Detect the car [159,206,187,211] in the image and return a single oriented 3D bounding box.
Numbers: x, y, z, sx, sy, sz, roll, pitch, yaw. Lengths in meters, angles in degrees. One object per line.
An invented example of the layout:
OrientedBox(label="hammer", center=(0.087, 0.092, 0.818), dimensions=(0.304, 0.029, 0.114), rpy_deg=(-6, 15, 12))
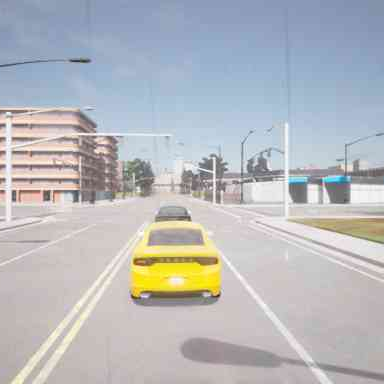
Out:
OrientedBox(label="car", center=(-1.037, 1.478, 18.115), dimensions=(1.882, 1.535, 5.008), rpy_deg=(0, 0, -4))

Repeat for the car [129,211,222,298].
OrientedBox(label="car", center=(-0.421, 1.478, 8.554), dimensions=(1.882, 1.535, 5.008), rpy_deg=(0, 0, -3))
